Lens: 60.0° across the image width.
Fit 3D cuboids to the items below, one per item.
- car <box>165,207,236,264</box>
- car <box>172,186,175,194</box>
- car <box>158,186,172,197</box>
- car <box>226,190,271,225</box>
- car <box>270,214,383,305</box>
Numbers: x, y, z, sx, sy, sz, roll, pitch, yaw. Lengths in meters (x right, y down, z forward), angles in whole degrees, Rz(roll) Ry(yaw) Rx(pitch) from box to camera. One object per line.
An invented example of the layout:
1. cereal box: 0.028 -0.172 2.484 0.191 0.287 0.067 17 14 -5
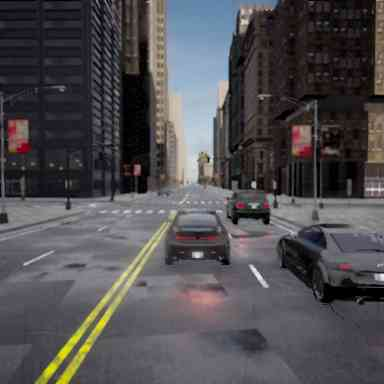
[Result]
1. car: 0.158 1.324 11.042 1.837 1.490 4.892 0 1 0
2. car: -6.027 -0.107 87.295 1.837 1.490 4.892 0 1 0
3. car: -6.113 -0.028 71.644 2.150 2.045 5.566 0 1 0
4. car: 3.464 0.872 21.177 2.150 2.045 5.566 0 1 0
5. car: 3.391 1.433 7.856 1.994 1.385 4.181 0 1 0
